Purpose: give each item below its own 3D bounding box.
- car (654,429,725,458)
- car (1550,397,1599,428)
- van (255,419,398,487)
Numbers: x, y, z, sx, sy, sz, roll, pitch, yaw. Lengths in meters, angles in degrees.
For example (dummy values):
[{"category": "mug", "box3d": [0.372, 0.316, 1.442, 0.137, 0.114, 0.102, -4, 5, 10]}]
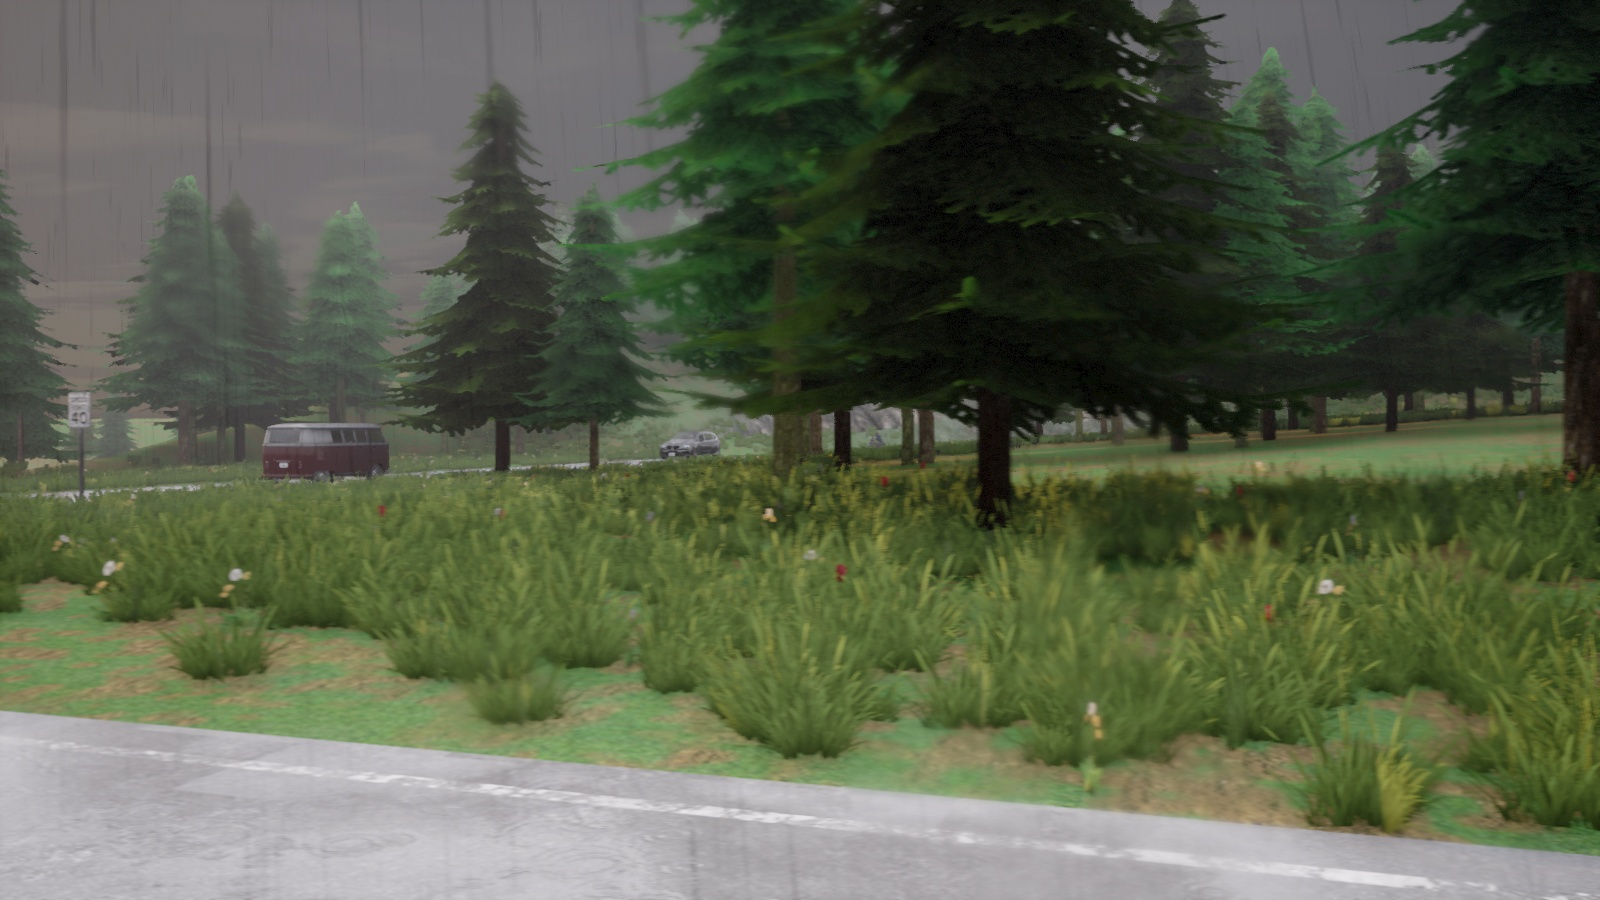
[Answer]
[{"category": "car", "box3d": [-6.495, -0.402, 74.216, 2.242, 1.667, 4.611, 1, 1, 23]}, {"category": "car", "box3d": [45.210, -2.234, 70.728, 4.892, 1.490, 1.837, -6, -3, 33]}, {"category": "van", "box3d": [-14.644, 0.037, 39.132, 1.775, 1.987, 4.442, 1, 1, 18]}]
